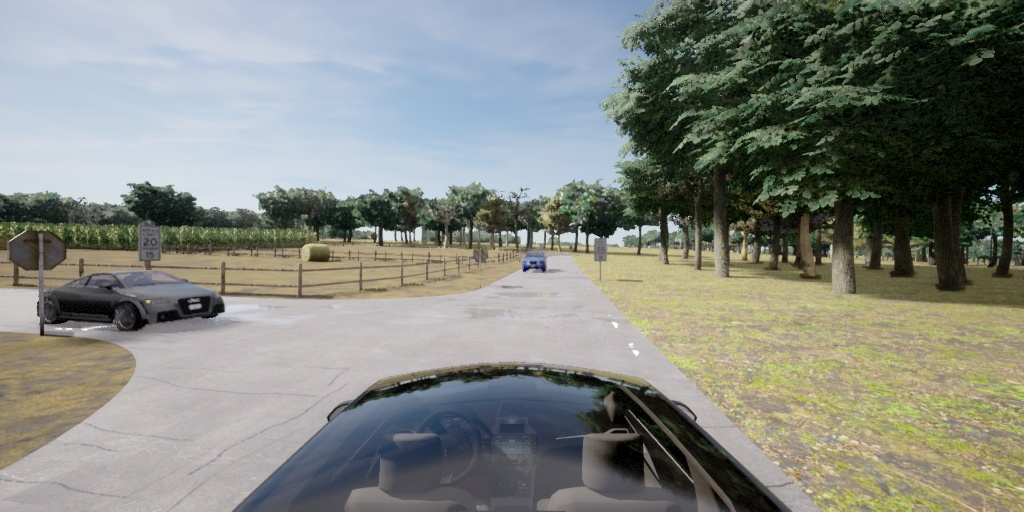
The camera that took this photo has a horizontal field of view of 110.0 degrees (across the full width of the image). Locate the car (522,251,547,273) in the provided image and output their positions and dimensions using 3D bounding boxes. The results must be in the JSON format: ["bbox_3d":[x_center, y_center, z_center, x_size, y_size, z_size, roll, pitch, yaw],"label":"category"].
[{"bbox_3d":[2.286,0.536,35.310,2.150,2.045,5.566,0,1,8],"label":"car"}]

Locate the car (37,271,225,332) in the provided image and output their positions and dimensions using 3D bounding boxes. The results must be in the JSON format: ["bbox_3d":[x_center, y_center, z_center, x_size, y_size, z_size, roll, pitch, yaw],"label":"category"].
[{"bbox_3d":[-10.150,1.097,9.690,4.181,1.385,1.994,1,0,12],"label":"car"}]
